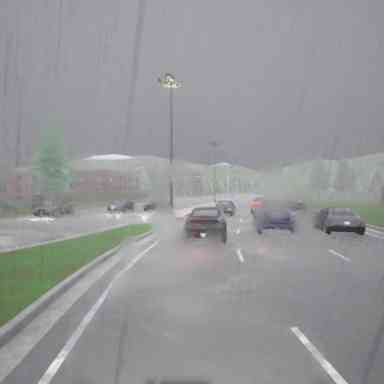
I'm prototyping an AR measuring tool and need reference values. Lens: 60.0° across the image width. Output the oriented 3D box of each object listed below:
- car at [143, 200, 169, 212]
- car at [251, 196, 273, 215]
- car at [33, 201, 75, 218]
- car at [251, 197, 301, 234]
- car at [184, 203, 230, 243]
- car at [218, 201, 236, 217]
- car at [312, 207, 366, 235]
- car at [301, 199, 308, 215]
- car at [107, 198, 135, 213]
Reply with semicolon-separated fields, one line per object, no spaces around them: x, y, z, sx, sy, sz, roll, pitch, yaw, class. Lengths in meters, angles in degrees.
-4.087;1.581;37.923;1.895;1.301;4.718;0;0;10;car
7.189;1.334;34.506;2.097;1.767;4.553;0;0;10;car
-12.521;1.548;30.355;1.994;1.385;4.181;0;0;10;car
4.745;1.341;19.493;2.097;1.767;4.553;0;0;8;car
0.768;1.497;16.076;1.837;1.490;4.892;0;0;6;car
3.166;1.531;31.819;2.033;1.411;5.357;0;0;10;car
8.178;1.554;18.872;1.994;1.385;4.181;0;0;8;car
10.673;1.487;34.109;1.837;1.490;4.892;0;0;10;car
-7.808;1.472;36.963;2.128;1.511;4.902;0;0;10;car
